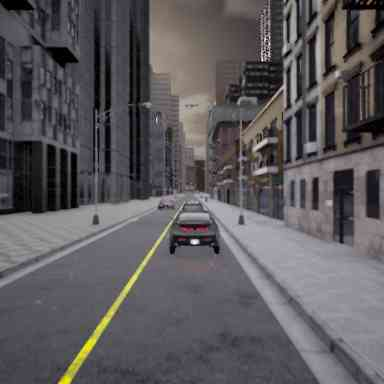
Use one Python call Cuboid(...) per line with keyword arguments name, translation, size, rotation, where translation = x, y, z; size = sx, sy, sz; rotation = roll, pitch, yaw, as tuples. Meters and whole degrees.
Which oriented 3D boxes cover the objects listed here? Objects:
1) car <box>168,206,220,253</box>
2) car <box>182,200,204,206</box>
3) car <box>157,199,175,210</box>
Cuboid(name="car", translation=(0.099, 1.486, 13.628), size=(1.837, 1.490, 4.892), rotation=(0, -1, 0))
Cuboid(name="car", translation=(0.097, 1.468, 31.641), size=(2.128, 1.511, 4.902), rotation=(0, 0, 0))
Cuboid(name="car", translation=(-3.088, 1.542, 41.130), size=(1.994, 1.385, 4.181), rotation=(0, 0, 0))
